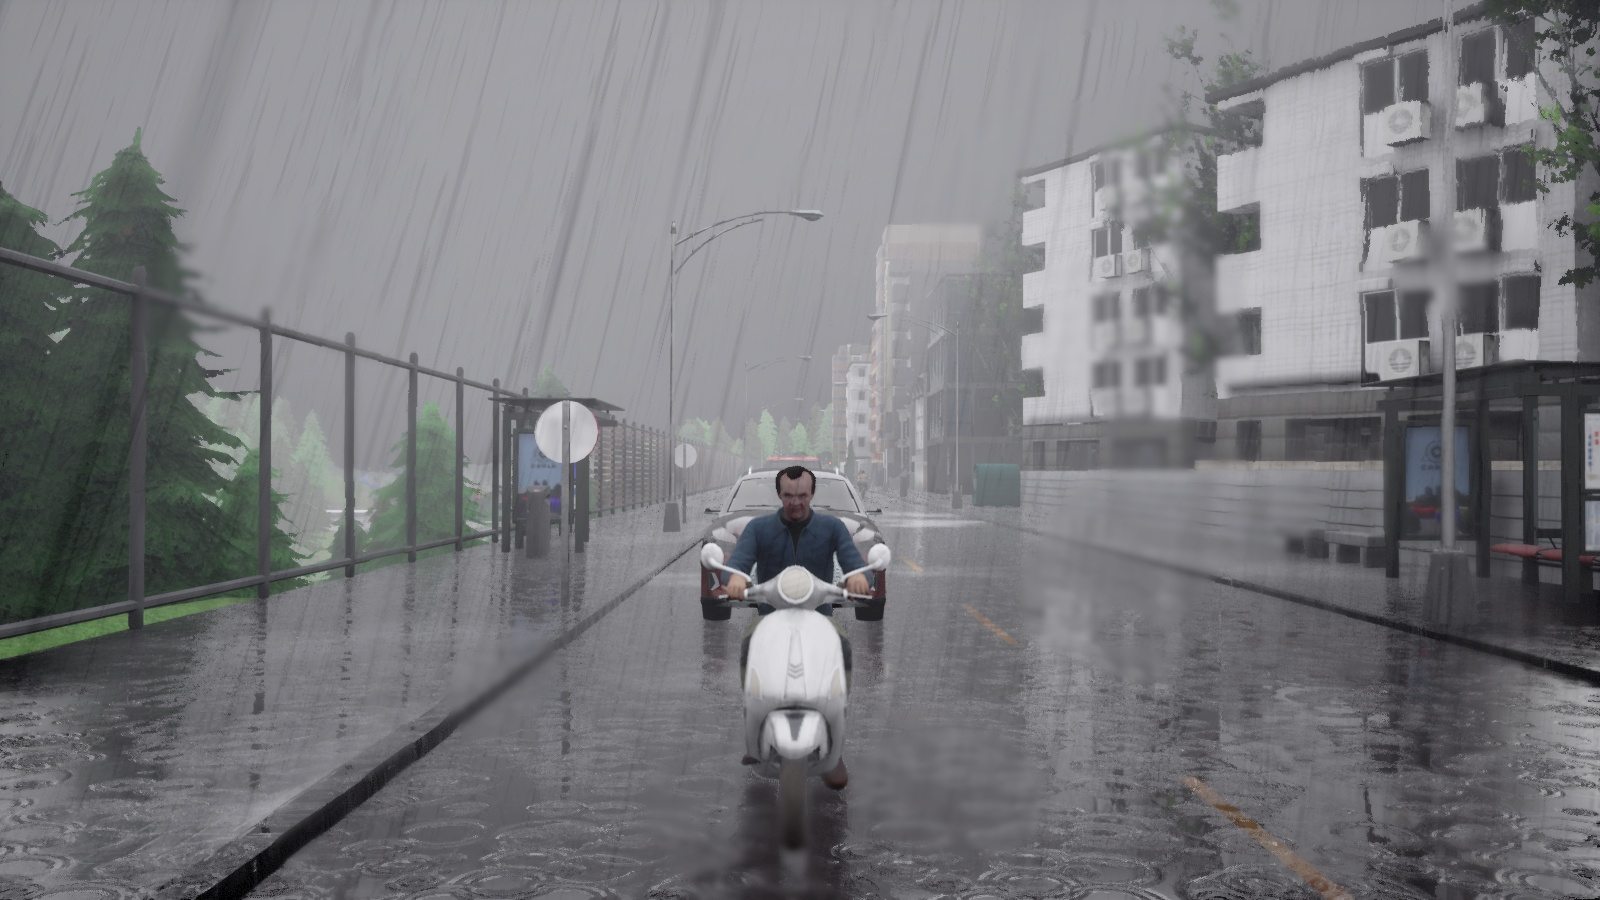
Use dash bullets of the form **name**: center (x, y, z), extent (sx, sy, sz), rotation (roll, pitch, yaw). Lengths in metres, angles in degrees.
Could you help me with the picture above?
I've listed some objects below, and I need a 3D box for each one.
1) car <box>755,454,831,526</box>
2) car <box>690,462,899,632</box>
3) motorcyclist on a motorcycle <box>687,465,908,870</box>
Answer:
- **car**: center (-0.211, 1.175, 38.212), extent (2.150, 2.045, 5.566), rotation (0, -1, 0)
- **car**: center (-0.070, 0.992, 14.704), extent (2.033, 1.649, 4.856), rotation (0, -1, 0)
- **motorcyclist on a motorcycle**: center (-0.015, 0.867, 5.868), extent (0.866, 1.590, 1.817), rotation (0, -1, 0)
